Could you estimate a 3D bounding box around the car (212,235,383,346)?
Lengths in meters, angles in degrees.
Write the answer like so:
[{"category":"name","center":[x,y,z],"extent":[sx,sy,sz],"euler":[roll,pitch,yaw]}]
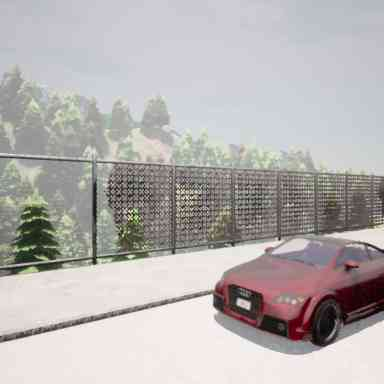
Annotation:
[{"category":"car","center":[2.424,1.564,6.364],"extent":[4.181,1.385,1.994],"euler":[0,0,-36]}]
